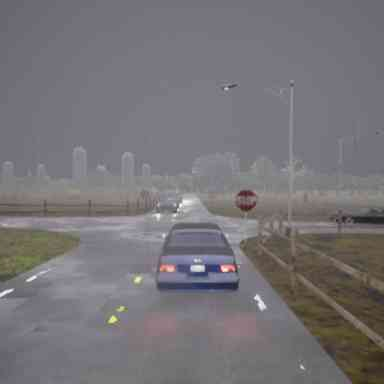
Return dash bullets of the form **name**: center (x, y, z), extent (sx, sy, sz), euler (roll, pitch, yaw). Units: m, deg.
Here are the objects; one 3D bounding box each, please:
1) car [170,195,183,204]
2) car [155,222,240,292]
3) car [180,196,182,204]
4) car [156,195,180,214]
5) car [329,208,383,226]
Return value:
- **car**: center (-2.785, 1.341, 61.545), extent (2.128, 1.511, 4.902), euler (0, 0, 0)
- **car**: center (0.103, 1.532, 8.988), extent (2.033, 1.411, 5.357), euler (0, 0, 0)
- **car**: center (-2.842, 1.373, 47.062), extent (1.882, 1.535, 5.008), euler (0, 0, 0)
- **car**: center (-2.621, 1.282, 34.944), extent (2.097, 1.767, 4.553), euler (0, 0, -3)
- **car**: center (12.743, 1.813, 24.588), extent (4.718, 1.301, 1.895), euler (1, 1, 0)
